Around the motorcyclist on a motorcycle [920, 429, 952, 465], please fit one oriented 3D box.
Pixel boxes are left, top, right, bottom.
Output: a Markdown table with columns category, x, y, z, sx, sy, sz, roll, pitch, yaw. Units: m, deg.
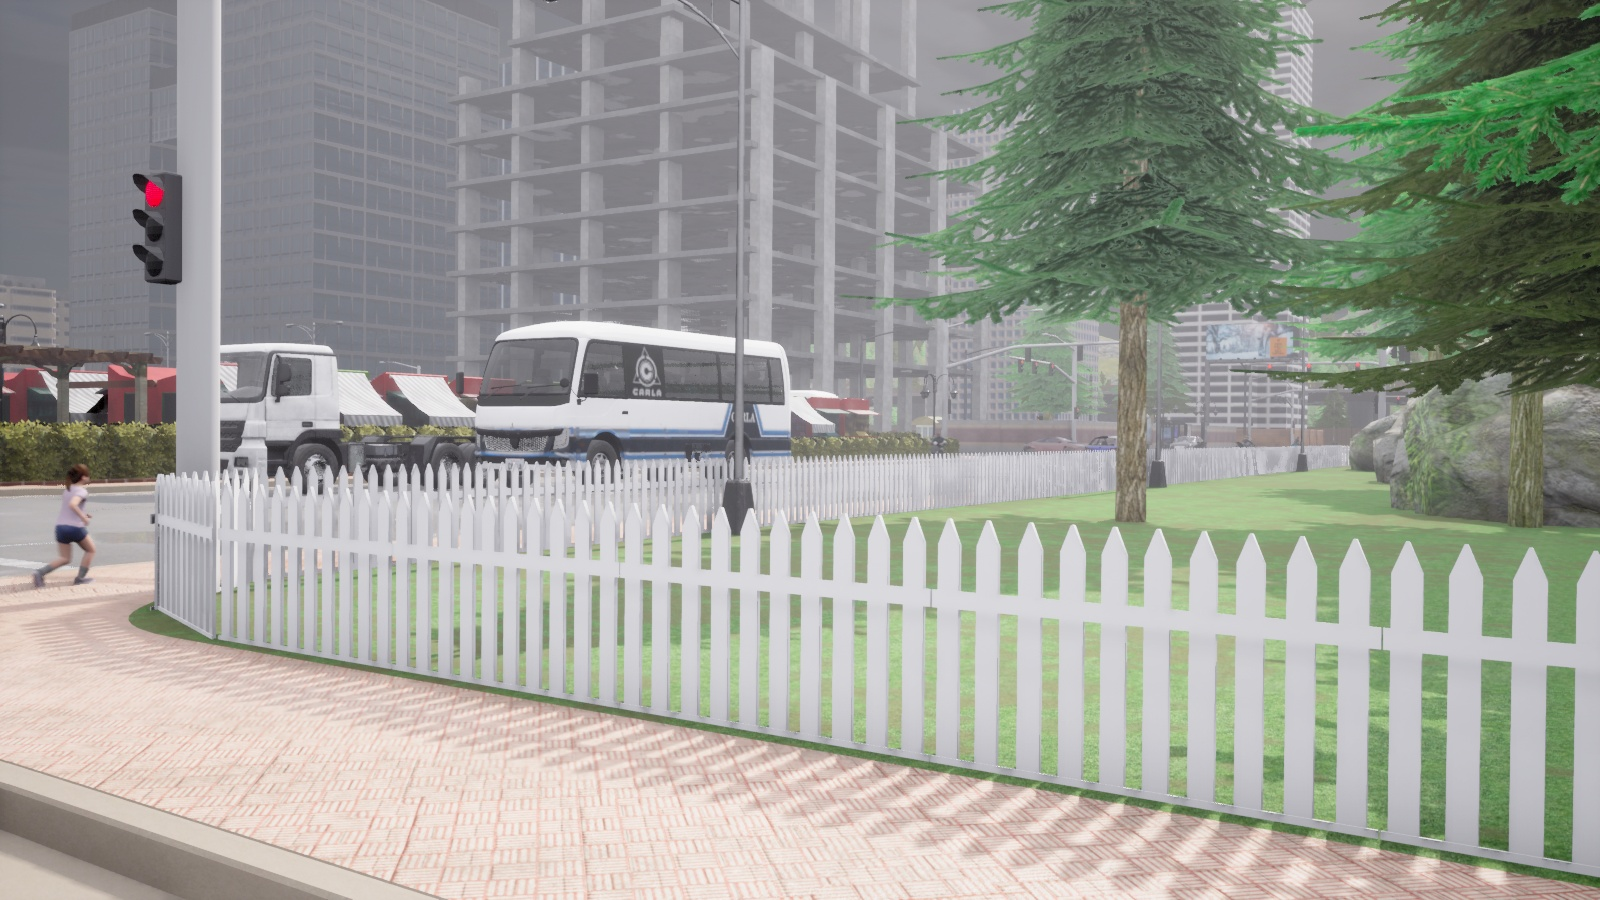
| category | x | y | z | sx | sy | sz | roll | pitch | yaw |
| --- | --- | --- | --- | --- | --- | --- | --- | --- | --- |
| motorcyclist on a motorcycle | 6.189 | -0.149 | 56.983 | 0.866 | 1.590 | 1.817 | 3 | 2 | 24 |

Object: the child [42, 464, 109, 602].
| category | x | y | z | sx | sy | sz | roll | pitch | yaw |
| --- | --- | --- | --- | --- | --- | --- | --- | --- | --- |
| child | -6.050 | 0.681 | 10.492 | 0.255 | 1.110 | 0.394 | 0 | 1 | 23 |

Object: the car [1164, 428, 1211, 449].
| category | x | y | z | sx | sy | sz | roll | pitch | yaw |
| --- | --- | --- | --- | --- | --- | --- | --- | --- | --- |
| car | 28.794 | -0.845 | 93.194 | 2.128 | 1.511 | 4.902 | 0 | 1 | 32 |

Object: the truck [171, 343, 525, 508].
| category | x | y | z | sx | sy | sz | roll | pitch | yaw |
| --- | --- | --- | --- | --- | --- | --- | --- | --- | --- |
| truck | -10.611 | -0.571 | 30.501 | 2.891 | 3.462 | 7.936 | 0 | 1 | 32 |

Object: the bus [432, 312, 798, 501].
| category | x | y | z | sx | sy | sz | roll | pitch | yaw |
| --- | --- | --- | --- | --- | --- | --- | --- | --- | --- |
| bus | -4.467 | -1.065 | 33.699 | 3.944 | 4.253 | 10.273 | 0 | 1 | 32 |

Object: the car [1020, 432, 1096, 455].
| category | x | y | z | sx | sy | sz | roll | pitch | yaw |
| --- | --- | --- | --- | --- | --- | --- | --- | --- | --- |
| car | 15.970 | -0.425 | 77.695 | 4.181 | 1.385 | 1.994 | 0 | 1 | 32 |

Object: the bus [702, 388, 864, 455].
| category | x | y | z | sx | sy | sz | roll | pitch | yaw |
| --- | --- | --- | --- | --- | --- | --- | --- | --- | --- |
| bus | -1.195 | -1.839 | 84.163 | 10.273 | 4.253 | 3.944 | 0 | 1 | 32 |

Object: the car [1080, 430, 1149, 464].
| category | x | y | z | sx | sy | sz | roll | pitch | yaw |
| --- | --- | --- | --- | --- | --- | --- | --- | --- | --- |
| car | 14.279 | -0.162 | 56.946 | 1.816 | 1.474 | 4.193 | 0 | 1 | 32 |
